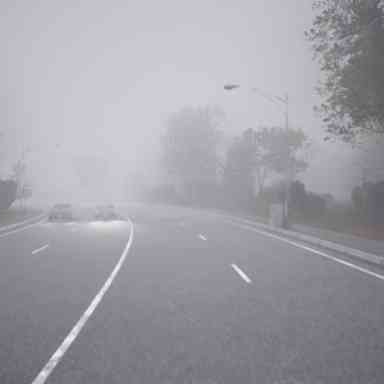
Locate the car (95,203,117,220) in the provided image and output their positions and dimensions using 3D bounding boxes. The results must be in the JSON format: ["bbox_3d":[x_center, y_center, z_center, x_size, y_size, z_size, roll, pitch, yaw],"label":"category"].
[{"bbox_3d":[-7.835,1.719,30.237,1.895,1.301,4.718,-1,0,-14],"label":"car"}]

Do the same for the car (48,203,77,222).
[{"bbox_3d":[-10.999,1.687,28.450,1.837,1.490,4.892,-1,-1,-14],"label":"car"}]
